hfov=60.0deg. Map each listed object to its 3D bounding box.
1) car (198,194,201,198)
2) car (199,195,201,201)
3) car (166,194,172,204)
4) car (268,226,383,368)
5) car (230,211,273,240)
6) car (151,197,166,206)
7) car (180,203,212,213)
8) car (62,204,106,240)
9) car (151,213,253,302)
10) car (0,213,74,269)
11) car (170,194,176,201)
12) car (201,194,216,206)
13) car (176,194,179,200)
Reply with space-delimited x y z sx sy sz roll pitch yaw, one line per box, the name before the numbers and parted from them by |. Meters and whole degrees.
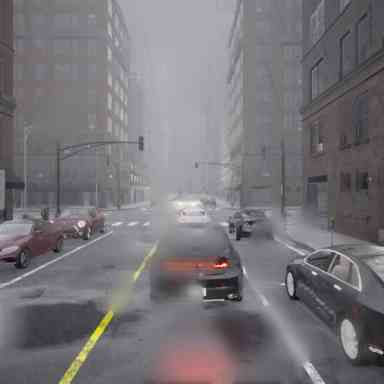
car | 2.923 1.523 75.314 1.967 1.590 4.097 0 0 0
car | 2.905 1.606 64.496 2.008 1.369 4.403 0 0 0
car | -5.620 1.606 64.508 2.008 1.369 4.403 0 0 0
car | 2.855 1.551 5.586 2.008 1.369 4.403 0 0 0
car | 2.854 1.566 16.588 1.947 1.339 4.313 0 0 0
car | -5.639 1.617 53.691 1.802 1.307 4.206 0 0 0
car | 0.081 1.526 17.401 1.812 1.442 4.674 0 0 -1
car | -5.672 1.440 16.588 1.967 1.590 4.097 0 0 0
car | 0.097 1.505 8.253 1.837 1.490 4.892 0 0 0
car | -5.671 1.582 11.087 1.802 1.307 4.206 0 0 0
car | -5.593 1.625 80.563 1.752 1.417 4.829 0 0 0
car | 2.885 1.475 53.679 1.967 1.590 4.097 0 0 0
car | -5.575 1.455 91.551 2.192 1.841 5.009 0 0 0
